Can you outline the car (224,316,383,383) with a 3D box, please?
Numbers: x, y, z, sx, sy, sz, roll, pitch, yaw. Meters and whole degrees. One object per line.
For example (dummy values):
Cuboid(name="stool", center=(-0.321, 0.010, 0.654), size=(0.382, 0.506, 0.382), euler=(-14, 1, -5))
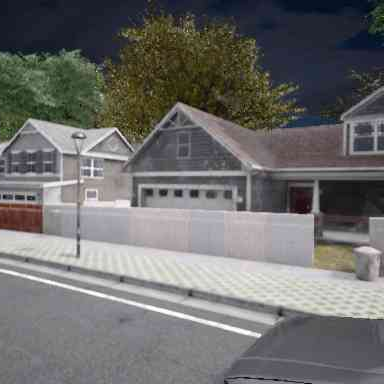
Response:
Cuboid(name="car", center=(2.806, 1.552, 1.967), size=(5.357, 1.411, 2.033), euler=(0, 0, 34))
